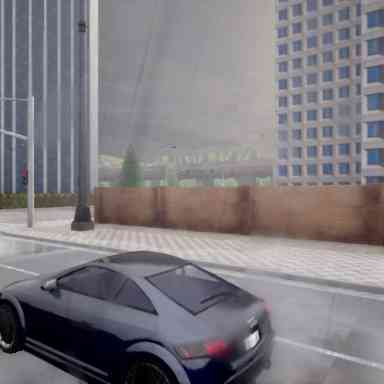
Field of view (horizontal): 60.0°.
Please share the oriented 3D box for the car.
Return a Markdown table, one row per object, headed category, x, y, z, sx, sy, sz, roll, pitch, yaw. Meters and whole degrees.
| category | x | y | z | sx | sy | sz | roll | pitch | yaw |
| --- | --- | --- | --- | --- | --- | --- | --- | --- | --- |
| car | -1.001 | 1.564 | 4.718 | 4.181 | 1.385 | 1.994 | 0 | 0 | 35 |
